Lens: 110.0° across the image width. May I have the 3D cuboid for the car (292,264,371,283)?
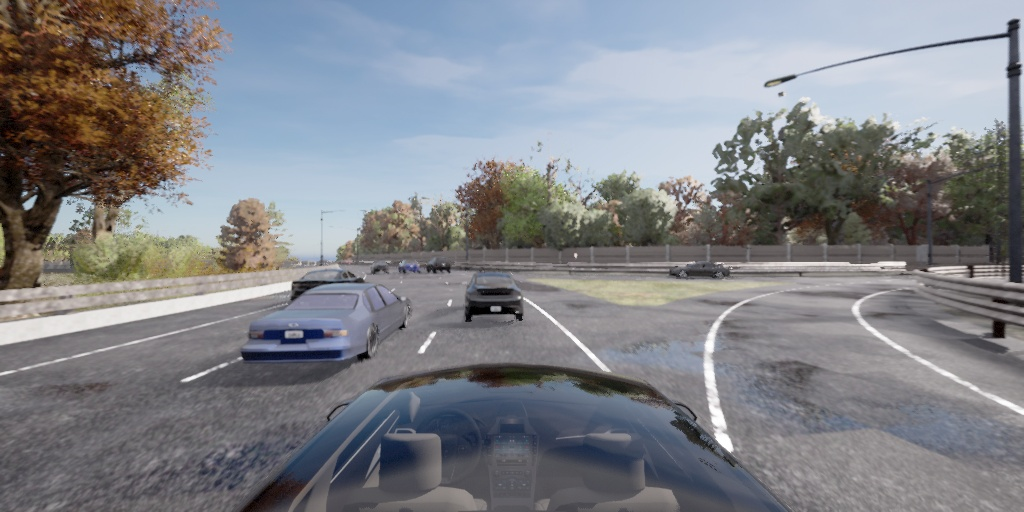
[{"bbox_3d":[-8.203,1.312,16.415,1.882,1.535,5.008,0,0,-8],"label":"car"}]

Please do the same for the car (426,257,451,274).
[{"bbox_3d":[-9.556,1.168,46.538,2.150,2.045,5.566,0,0,-26],"label":"car"}]

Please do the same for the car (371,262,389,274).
[{"bbox_3d":[-16.703,1.476,45.283,1.837,1.490,4.892,0,0,-25],"label":"car"}]

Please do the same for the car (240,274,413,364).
[{"bbox_3d":[-3.726,1.336,8.350,2.033,1.411,5.357,0,0,-4],"label":"car"}]

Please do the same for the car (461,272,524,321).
[{"bbox_3d":[-0.720,1.296,12.810,1.837,1.490,4.892,0,0,-6],"label":"car"}]

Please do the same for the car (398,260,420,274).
[{"bbox_3d":[-13.374,1.310,46.427,2.097,1.767,4.553,0,0,-25],"label":"car"}]

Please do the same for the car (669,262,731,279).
[{"bbox_3d":[16.691,1.293,32.034,4.892,1.490,1.837,0,0,14],"label":"car"}]
